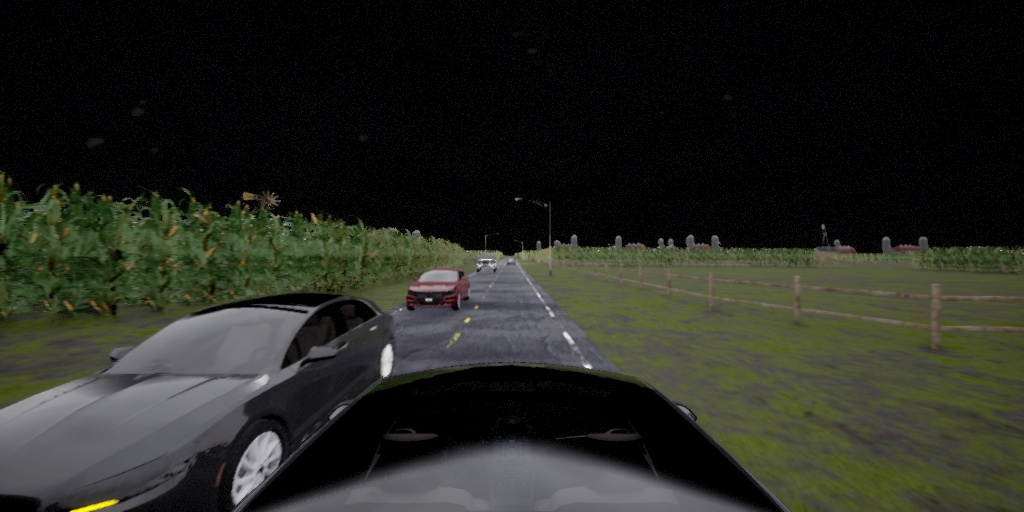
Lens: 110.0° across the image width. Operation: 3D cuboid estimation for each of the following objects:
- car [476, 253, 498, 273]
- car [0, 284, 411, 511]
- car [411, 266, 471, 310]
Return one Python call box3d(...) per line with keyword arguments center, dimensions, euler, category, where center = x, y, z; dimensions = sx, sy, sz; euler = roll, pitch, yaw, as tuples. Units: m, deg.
box3d(center=(-2.805, 0.662, 40.753), dimensions=(2.150, 2.045, 5.566), euler=(0, 0, 0), category="car")
box3d(center=(-2.849, 1.258, 4.233), dimensions=(1.837, 1.490, 4.892), euler=(0, 0, 0), category="car")
box3d(center=(-2.855, 1.224, 14.789), dimensions=(1.882, 1.535, 5.008), euler=(0, 0, 0), category="car")
